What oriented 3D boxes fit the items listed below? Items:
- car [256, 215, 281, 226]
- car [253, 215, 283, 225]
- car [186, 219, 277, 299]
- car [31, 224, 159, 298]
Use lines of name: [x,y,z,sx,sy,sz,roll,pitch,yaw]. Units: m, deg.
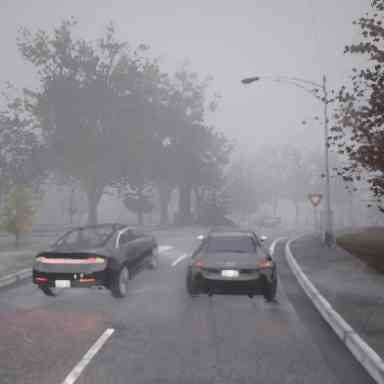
car: [9.707,3.924,44.776,1.895,1.301,4.718,1,-4,-10]
car: [11.296,4.179,50.068,1.882,1.535,5.008,2,-5,-21]
car: [1.056,1.644,8.772,1.994,1.385,4.181,-1,0,8]
car: [-2.210,1.600,8.877,2.128,1.511,4.902,-1,-1,7]
